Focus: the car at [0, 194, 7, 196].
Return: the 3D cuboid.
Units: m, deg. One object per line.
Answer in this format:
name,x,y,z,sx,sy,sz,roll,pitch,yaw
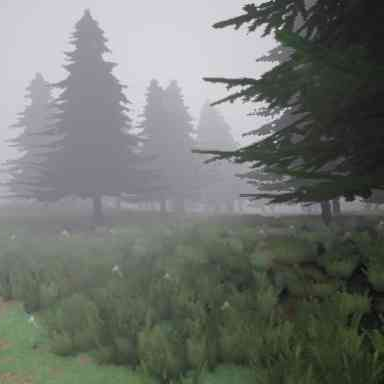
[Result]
car,-33.441,0.968,58.232,4.674,1.442,1.812,-4,-2,35
